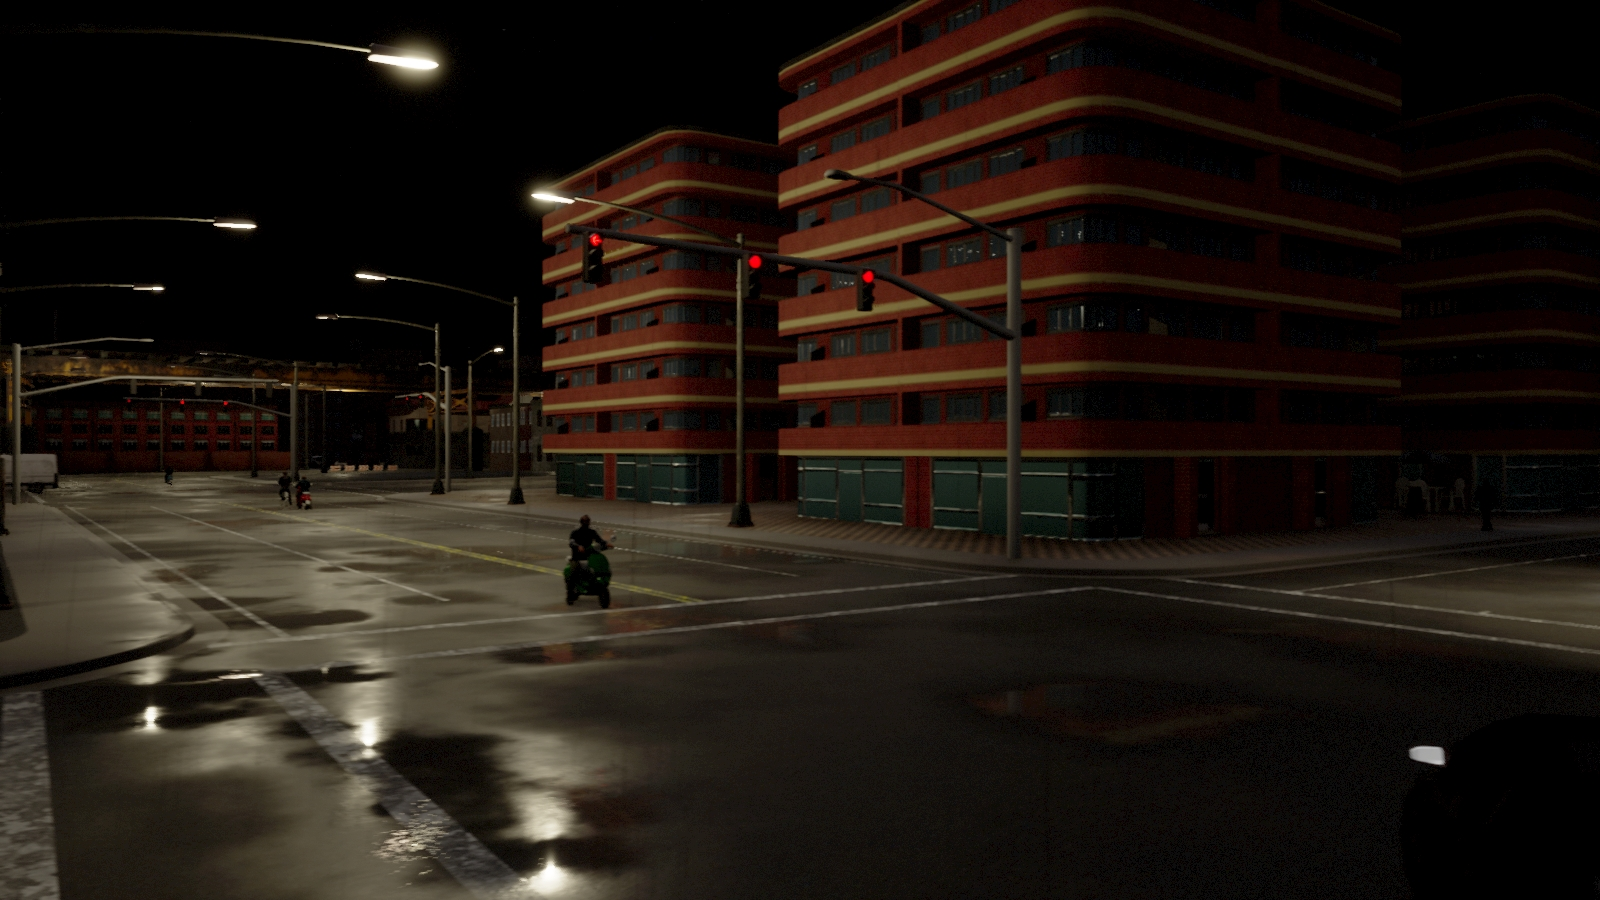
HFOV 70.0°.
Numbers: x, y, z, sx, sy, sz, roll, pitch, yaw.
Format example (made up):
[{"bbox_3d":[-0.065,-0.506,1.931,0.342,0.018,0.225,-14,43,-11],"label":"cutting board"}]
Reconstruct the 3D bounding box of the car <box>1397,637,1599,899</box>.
[{"bbox_3d":[4.023,2.039,5.316,2.007,1.525,4.514,0,0,25],"label":"car"}]

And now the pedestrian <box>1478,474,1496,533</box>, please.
[{"bbox_3d":[21.942,1.691,36.484,0.375,1.860,0.375,0,0,-40],"label":"pedestrian"}]
